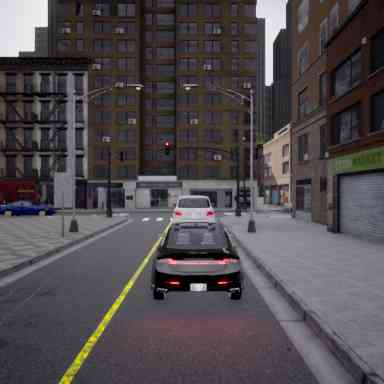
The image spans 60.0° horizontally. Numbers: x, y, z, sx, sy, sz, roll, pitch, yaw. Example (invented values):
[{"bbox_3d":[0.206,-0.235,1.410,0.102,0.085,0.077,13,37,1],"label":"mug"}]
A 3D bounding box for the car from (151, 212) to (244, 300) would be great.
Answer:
[{"bbox_3d":[0.098,1.491,8.376,2.128,1.511,4.902,0,0,0],"label":"car"}]

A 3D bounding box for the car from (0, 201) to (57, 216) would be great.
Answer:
[{"bbox_3d":[-15.481,1.578,31.589,5.008,1.535,1.882,0,0,-2],"label":"car"}]

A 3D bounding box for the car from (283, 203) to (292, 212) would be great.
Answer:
[{"bbox_3d":[12.055,1.396,35.140,4.674,1.442,1.812,-1,0,-1],"label":"car"}]

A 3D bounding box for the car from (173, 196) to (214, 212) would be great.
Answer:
[{"bbox_3d":[0.095,1.215,18.831,2.150,2.045,5.566,0,0,0],"label":"car"}]

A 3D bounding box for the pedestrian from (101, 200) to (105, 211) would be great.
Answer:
[{"bbox_3d":[-10.167,1.498,37.899,0.375,1.300,0.375,0,0,-1],"label":"pedestrian"}]
